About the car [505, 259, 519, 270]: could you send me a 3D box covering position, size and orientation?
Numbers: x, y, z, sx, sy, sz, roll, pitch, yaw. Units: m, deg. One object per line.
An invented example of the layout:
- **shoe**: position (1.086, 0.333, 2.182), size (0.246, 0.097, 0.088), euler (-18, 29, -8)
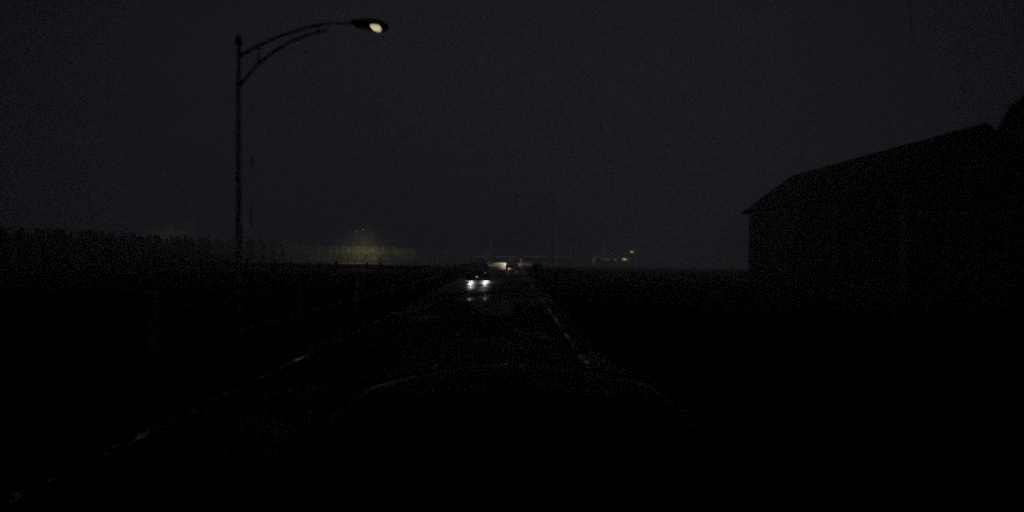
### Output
- **car**: position (0.026, 1.273, 53.431), size (1.812, 1.442, 4.674), euler (0, 0, 0)

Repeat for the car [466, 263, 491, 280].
- **car**: position (-2.834, 1.295, 31.625), size (2.033, 1.411, 5.357), euler (0, 0, 0)

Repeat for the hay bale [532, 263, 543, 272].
- **hay bale**: position (3.144, 1.402, 44.347), size (1.220, 1.180, 1.240), euler (0, 0, 0)
